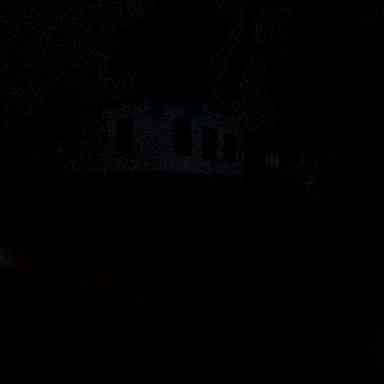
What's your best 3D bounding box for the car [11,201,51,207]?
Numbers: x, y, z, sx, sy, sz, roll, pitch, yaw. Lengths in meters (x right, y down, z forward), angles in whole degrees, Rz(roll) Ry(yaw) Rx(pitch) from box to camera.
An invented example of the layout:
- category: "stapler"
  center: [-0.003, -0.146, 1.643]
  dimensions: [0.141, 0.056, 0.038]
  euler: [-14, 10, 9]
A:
- category: "car"
  center: [-14.698, 1.528, 29.171]
  dimensions: [2.033, 1.411, 5.357]
  euler: [0, 0, 29]
